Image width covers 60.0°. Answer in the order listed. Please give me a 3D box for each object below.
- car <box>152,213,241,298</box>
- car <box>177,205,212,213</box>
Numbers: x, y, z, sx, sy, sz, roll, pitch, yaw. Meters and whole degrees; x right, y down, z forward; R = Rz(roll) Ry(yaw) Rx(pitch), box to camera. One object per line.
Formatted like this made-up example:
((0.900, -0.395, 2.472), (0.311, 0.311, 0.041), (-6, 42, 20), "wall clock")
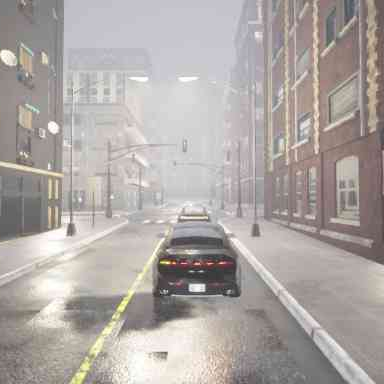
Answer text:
((0.106, 1.511, 8.523), (1.837, 1.490, 4.892), (0, 0, 0), "car")
((0.134, 1.512, 19.247), (2.128, 1.511, 4.902), (0, 0, 1), "car")
